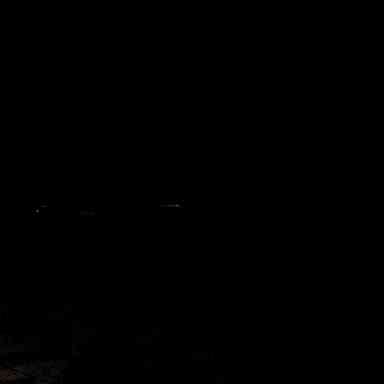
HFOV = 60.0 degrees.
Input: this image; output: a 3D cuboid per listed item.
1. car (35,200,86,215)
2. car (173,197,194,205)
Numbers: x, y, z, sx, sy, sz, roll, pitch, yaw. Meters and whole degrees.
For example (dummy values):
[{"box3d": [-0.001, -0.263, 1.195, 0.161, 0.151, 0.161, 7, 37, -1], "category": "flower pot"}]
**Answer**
[{"box3d": [-12.700, 1.488, 32.409, 1.837, 1.490, 4.892, -1, 0, 35], "category": "car"}, {"box3d": [-1.425, 1.593, 59.479, 1.812, 1.442, 4.674, -1, -1, 35], "category": "car"}]
